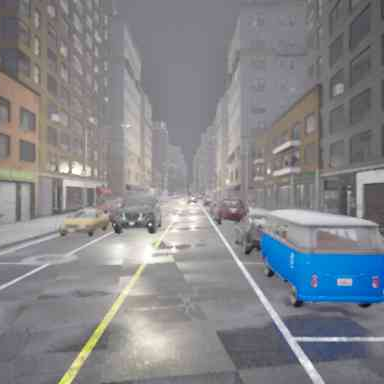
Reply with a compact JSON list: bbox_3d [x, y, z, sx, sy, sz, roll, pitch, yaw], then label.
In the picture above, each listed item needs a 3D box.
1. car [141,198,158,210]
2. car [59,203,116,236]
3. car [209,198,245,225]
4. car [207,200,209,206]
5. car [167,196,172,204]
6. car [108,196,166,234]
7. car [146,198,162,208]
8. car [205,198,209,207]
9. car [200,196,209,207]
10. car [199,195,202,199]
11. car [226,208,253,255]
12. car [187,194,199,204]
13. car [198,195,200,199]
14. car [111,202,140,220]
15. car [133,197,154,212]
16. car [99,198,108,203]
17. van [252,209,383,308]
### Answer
[{"bbox_3d":[-5.819,1.598,45.964,1.752,1.417,4.829,1,0,0],"label":"car"},{"bbox_3d":[-5.837,1.547,18.499,1.752,1.417,4.829,1,0,0],"label":"car"},{"bbox_3d":[2.698,1.348,24.172,2.192,1.841,5.009,1,0,0],"label":"car"},{"bbox_3d":[2.699,1.608,29.663,1.947,1.339,4.313,1,0,0],"label":"car"},{"bbox_3d":[-5.803,1.569,68.106,1.967,1.590,4.097,0,0,0],"label":"car"},{"bbox_3d":[-3.016,1.249,19.556,2.150,2.045,5.566,0,0,1],"label":"car"},{"bbox_3d":[-5.815,1.636,51.626,2.008,1.369,4.403,0,0,0],"label":"car"},{"bbox_3d":[2.703,1.603,35.155,2.008,1.369,4.403,0,0,0],"label":"car"},{"bbox_3d":[2.713,1.632,51.629,1.887,1.381,4.507,0,0,0],"label":"car"},{"bbox_3d":[2.716,1.646,57.120,1.887,1.381,4.507,0,0,0],"label":"car"},{"bbox_3d":[2.689,1.568,13.189,2.008,1.369,4.403,1,0,0],"label":"car"},{"bbox_3d":[0.047,1.693,66.114,1.994,1.385,4.181,0,0,0],"label":"car"},{"bbox_3d":[2.719,1.667,62.612,2.008,1.369,4.403,0,0,0],"label":"car"},{"bbox_3d":[-5.830,1.621,29.655,1.802,1.307,4.206,1,0,0],"label":"car"},{"bbox_3d":[-5.821,1.501,40.640,1.967,1.590,4.097,1,0,0],"label":"car"},{"bbox_3d":[-5.832,1.345,24.162,2.192,1.841,5.009,1,0,0],"label":"car"},{"bbox_3d":[2.688,1.351,7.698,1.690,1.788,3.998,1,0,0],"label":"van"}]
